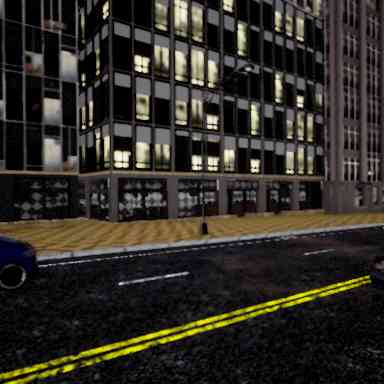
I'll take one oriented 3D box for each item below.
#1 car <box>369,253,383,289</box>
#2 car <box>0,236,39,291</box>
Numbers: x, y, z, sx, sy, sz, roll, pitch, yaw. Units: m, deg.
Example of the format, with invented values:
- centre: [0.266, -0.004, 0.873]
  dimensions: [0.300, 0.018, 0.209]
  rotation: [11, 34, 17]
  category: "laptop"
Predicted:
- centre: [6.352, 1.638, 7.944]
  dimensions: [5.357, 1.411, 2.033]
  rotation: [1, 0, -35]
  category: "car"
- centre: [-5.772, 1.568, 7.546]
  dimensions: [4.181, 1.385, 1.994]
  rotation: [0, 0, -35]
  category: "car"
